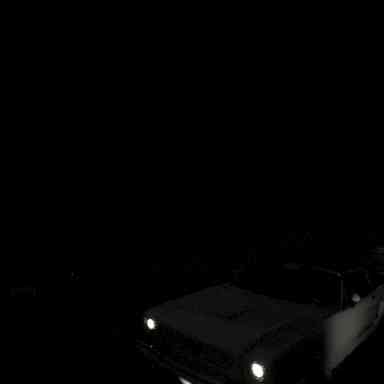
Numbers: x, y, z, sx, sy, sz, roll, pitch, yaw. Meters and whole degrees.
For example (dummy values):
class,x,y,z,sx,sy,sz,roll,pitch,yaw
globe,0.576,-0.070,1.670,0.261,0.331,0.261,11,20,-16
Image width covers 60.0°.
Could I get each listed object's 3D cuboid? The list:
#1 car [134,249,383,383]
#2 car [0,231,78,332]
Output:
class,x,y,z,sx,sy,sz,roll,pitch,yaw
car,1.526,1.633,4.886,1.895,1.301,4.718,0,-1,44
car,-3.814,1.513,6.758,2.163,1.488,4.792,0,0,-35
